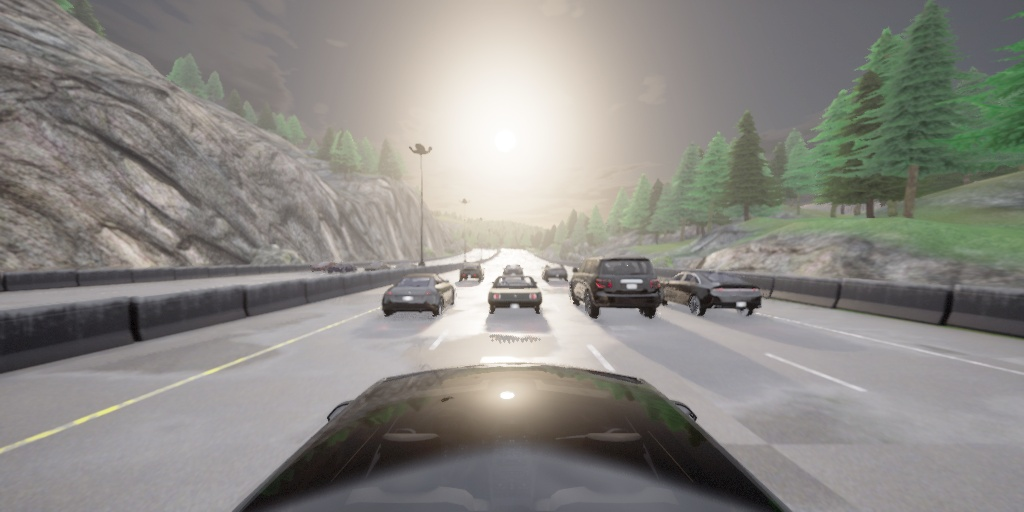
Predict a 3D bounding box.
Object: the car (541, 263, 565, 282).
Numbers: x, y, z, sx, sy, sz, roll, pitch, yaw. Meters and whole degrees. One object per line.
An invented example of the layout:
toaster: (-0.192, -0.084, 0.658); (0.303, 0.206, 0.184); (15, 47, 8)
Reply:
car: (3.607, 1.368, 30.883); (2.128, 1.511, 4.902); (0, 0, 0)

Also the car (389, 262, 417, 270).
car: (-14.063, 1.498, 47.749); (2.033, 1.411, 5.357); (0, 0, 0)

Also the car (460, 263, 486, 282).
car: (-3.392, 1.382, 30.981); (1.837, 1.490, 4.892); (0, 0, 0)

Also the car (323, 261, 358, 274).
car: (-21.070, 1.537, 44.654); (1.895, 1.301, 4.718); (0, 0, 0)

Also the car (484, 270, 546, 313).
car: (0.103, 1.406, 14.272); (1.895, 1.301, 4.718); (0, 0, 0)

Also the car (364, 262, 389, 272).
car: (-17.565, 1.495, 47.117); (2.033, 1.411, 5.357); (0, 0, 0)

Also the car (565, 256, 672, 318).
car: (3.603, 1.023, 13.466); (2.150, 2.045, 5.566); (0, 0, 0)

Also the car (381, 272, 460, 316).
car: (-3.398, 1.366, 13.713); (1.994, 1.385, 4.181); (0, 0, 0)

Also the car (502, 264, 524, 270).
car: (0.108, 1.407, 31.909); (1.812, 1.442, 4.674); (0, 0, 0)

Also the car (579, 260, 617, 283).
car: (7.107, 1.225, 30.005); (2.097, 1.767, 4.553); (0, 0, 0)

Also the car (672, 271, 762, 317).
car: (7.102, 1.293, 13.530); (2.128, 1.511, 4.902); (0, 0, 0)

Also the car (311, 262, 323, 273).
car: (-24.559, 1.426, 47.431); (1.882, 1.535, 5.008); (0, -1, 0)
